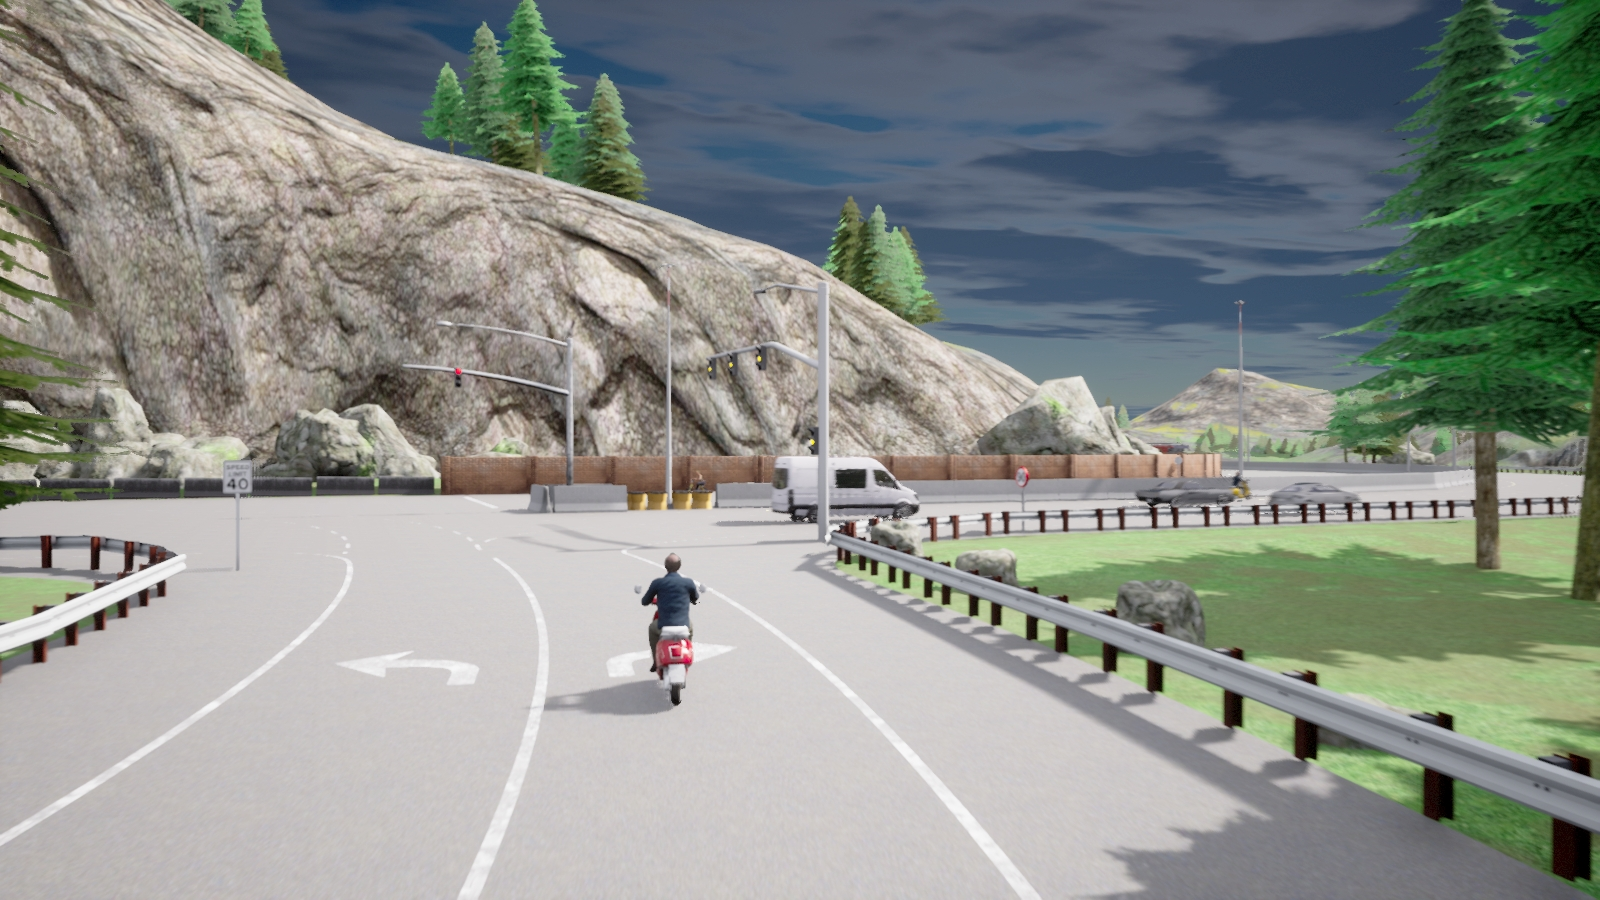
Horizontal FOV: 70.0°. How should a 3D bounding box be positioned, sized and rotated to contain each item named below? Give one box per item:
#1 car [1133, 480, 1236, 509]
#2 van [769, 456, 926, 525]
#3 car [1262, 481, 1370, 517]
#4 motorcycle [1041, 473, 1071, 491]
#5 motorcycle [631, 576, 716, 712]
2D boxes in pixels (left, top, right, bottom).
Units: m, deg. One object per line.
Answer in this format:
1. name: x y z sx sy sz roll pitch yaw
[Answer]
1. car: 18.809 2.151 55.871 4.718 1.301 1.895 0 0 -23
2. van: 1.888 1.533 44.938 5.915 2.561 1.988 0 0 -23
3. car: 22.496 2.114 49.842 4.181 1.385 1.994 0 0 -23
4. motorcycle: 17.409 2.178 77.727 1.805 1.236 0.856 0 0 -25
5. motorcycle: -1.482 2.182 13.158 0.856 1.236 1.805 0 0 -10
